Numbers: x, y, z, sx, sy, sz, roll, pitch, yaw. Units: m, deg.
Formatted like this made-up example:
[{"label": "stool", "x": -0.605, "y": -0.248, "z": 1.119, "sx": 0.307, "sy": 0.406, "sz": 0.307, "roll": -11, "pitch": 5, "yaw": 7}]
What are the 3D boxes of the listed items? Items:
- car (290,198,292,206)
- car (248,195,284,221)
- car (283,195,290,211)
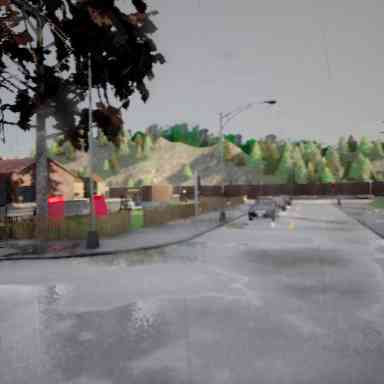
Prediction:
[{"label": "car", "x": 12.140, "y": 1.066, "z": 43.906, "sx": 2.033, "sy": 1.411, "sz": 5.357, "roll": -1, "pitch": 0, "yaw": 19}, {"label": "car", "x": 5.369, "y": 1.247, "z": 24.653, "sx": 2.128, "sy": 1.511, "sz": 4.902, "roll": -1, "pitch": 0, "yaw": 19}, {"label": "car", "x": 8.673, "y": 1.165, "z": 34.123, "sx": 1.812, "sy": 1.442, "sz": 4.674, "roll": -1, "pitch": 0, "yaw": 19}]
